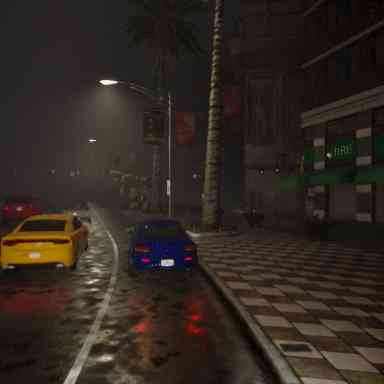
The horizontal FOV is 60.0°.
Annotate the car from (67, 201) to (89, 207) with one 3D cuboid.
[{"bbox_3d":[-8.620,1.594,25.077,1.895,1.301,4.718,0,0,-18],"label":"car"}]

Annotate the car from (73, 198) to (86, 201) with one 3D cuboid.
[{"bbox_3d":[-13.188,1.494,38.878,1.837,1.490,4.892,0,0,-18],"label":"car"}]

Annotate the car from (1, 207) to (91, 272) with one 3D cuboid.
[{"bbox_3d":[-4.545,1.474,10.919,1.882,1.535,5.008,0,0,-12],"label":"car"}]

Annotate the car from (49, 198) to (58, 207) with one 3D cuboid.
[{"bbox_3d":[-16.782,1.463,38.612,1.882,1.535,5.008,0,0,-18],"label":"car"}]

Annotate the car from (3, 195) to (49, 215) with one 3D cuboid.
[{"bbox_3d":[-11.894,1.209,23.825,2.150,2.045,5.566,0,0,-18],"label":"car"}]

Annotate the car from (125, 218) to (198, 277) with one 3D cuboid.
[{"bbox_3d":[-1.034,1.525,10.202,1.812,1.442,4.674,0,0,-11],"label":"car"}]
